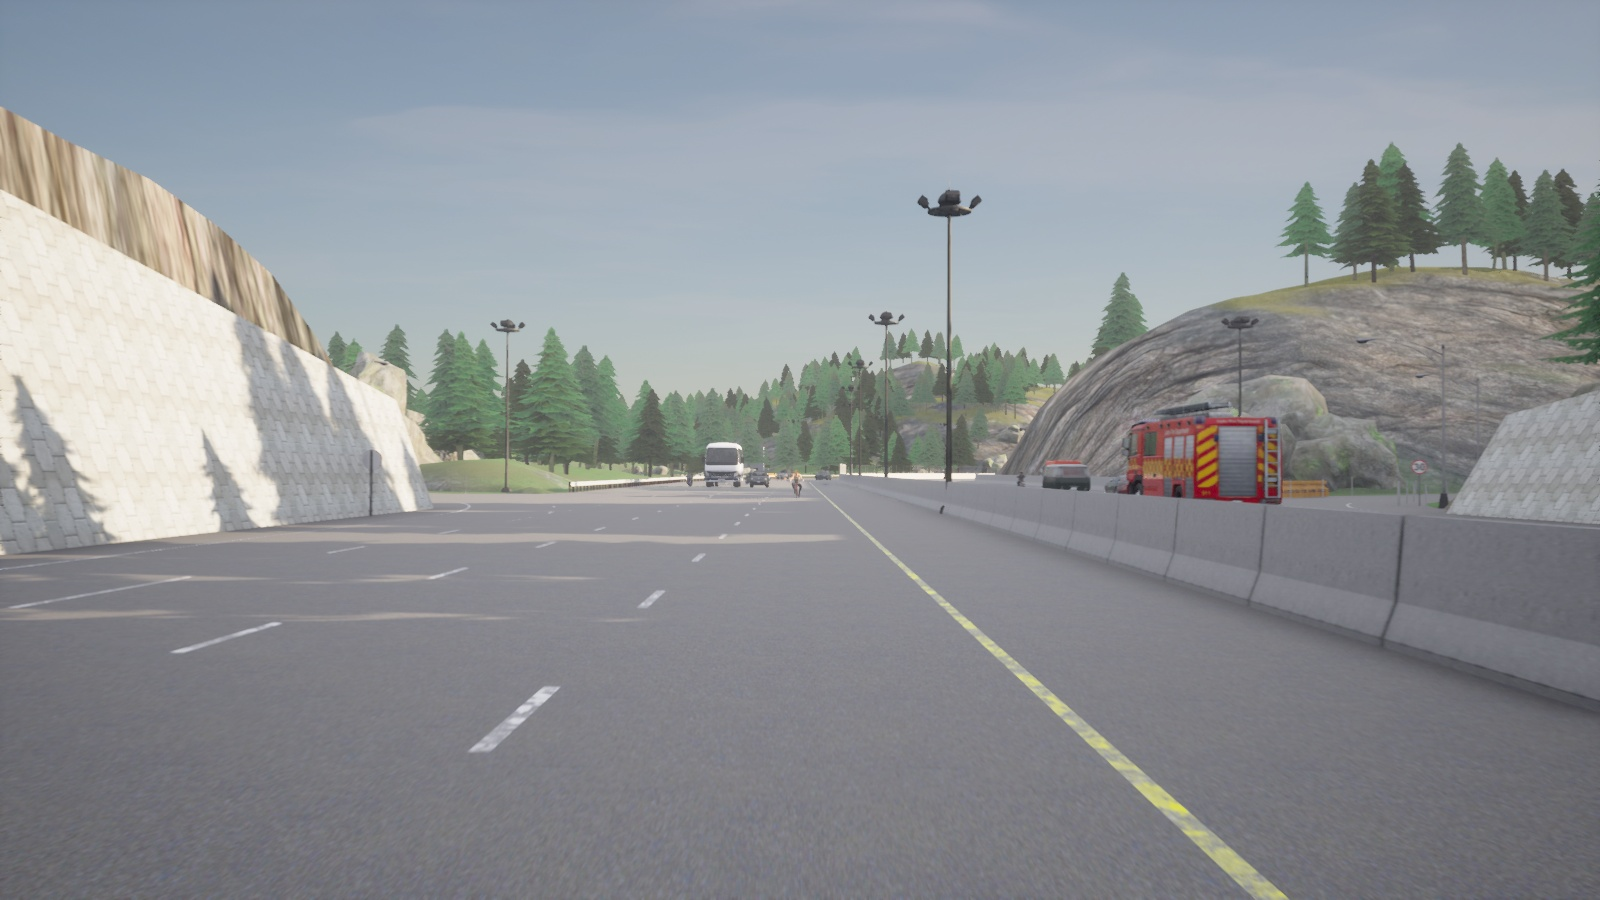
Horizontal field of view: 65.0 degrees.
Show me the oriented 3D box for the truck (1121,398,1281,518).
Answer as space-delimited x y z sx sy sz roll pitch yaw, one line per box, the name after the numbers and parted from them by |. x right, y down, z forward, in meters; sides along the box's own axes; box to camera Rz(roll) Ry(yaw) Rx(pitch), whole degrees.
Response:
13.888 0.337 44.348 2.891 3.827 8.468 0 -1 0 | truck

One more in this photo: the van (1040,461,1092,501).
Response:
13.840 1.611 65.611 1.775 1.987 4.442 0 -1 0 | van

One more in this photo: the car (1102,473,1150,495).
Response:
20.805 2.139 80.276 1.994 1.385 4.181 0 -1 0 | car
